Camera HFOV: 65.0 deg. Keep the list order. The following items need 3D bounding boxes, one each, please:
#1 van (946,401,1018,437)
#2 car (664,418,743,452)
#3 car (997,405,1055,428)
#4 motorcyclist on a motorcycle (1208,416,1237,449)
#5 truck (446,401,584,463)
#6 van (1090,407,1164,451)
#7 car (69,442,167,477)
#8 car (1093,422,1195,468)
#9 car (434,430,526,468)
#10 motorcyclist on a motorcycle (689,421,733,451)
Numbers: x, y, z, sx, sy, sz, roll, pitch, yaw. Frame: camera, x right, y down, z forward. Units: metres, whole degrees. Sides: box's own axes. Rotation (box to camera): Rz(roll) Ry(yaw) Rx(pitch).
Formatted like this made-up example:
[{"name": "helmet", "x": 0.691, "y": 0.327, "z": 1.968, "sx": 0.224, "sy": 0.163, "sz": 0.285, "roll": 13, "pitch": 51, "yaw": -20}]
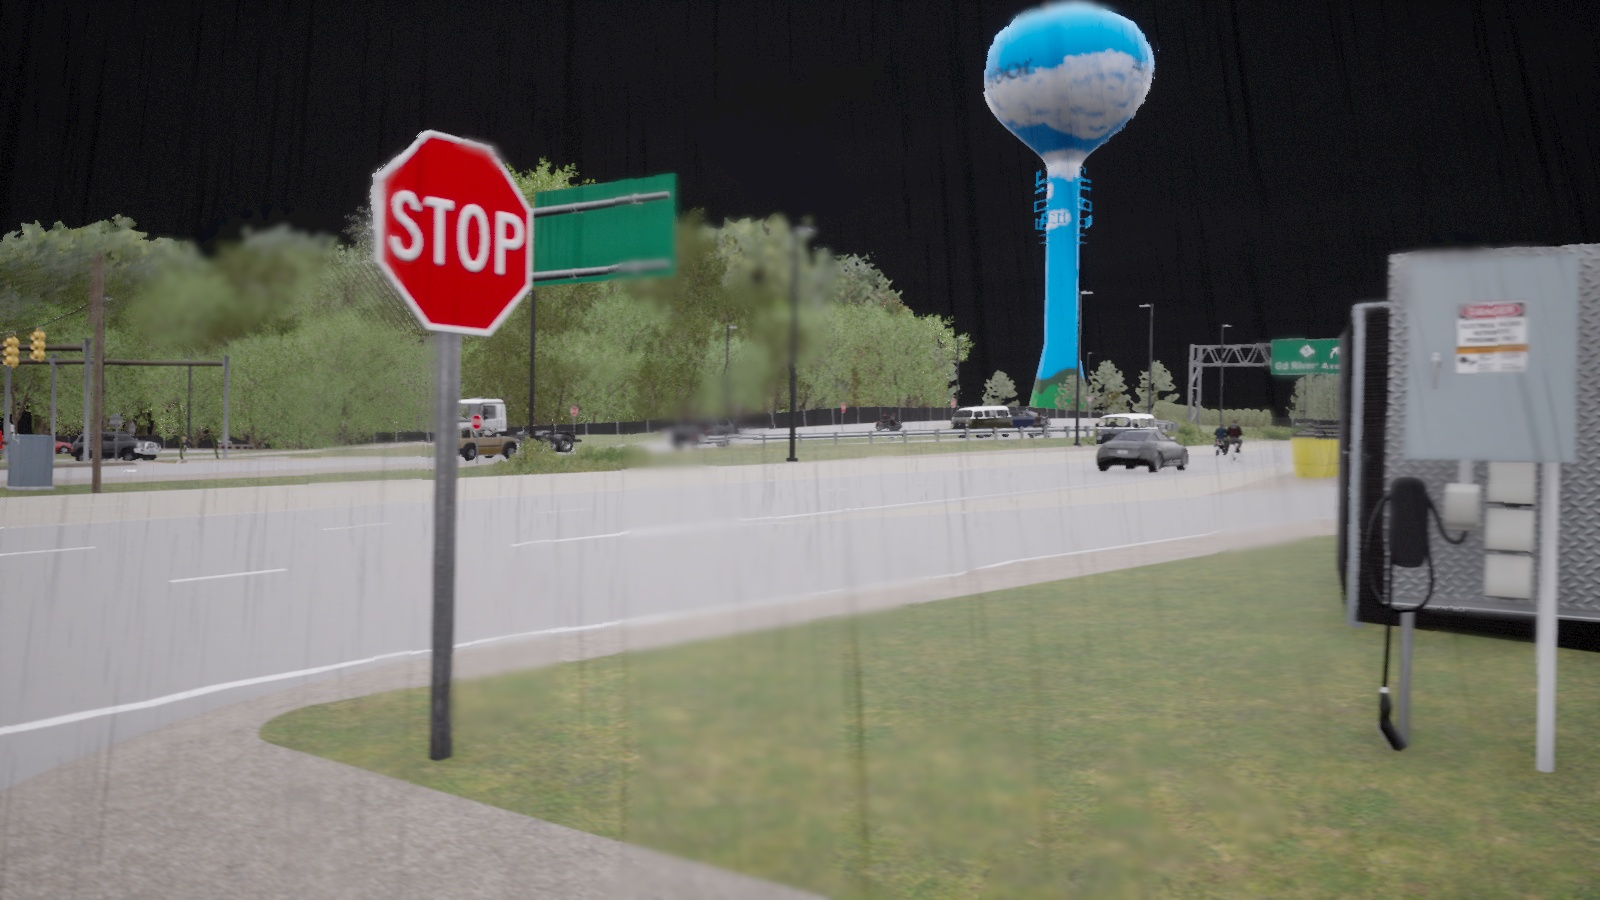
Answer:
[{"name": "van", "x": 11.714, "y": -1.993, "z": 80.596, "sx": 4.480, "sy": 2.038, "sz": 2.069, "roll": -4, "pitch": 3, "yaw": -41}, {"name": "car", "x": -5.848, "y": -0.900, "z": 75.995, "sx": 4.605, "sy": 1.855, "sz": 1.932, "roll": -3, "pitch": 0, "yaw": -4}, {"name": "car", "x": 16.672, "y": -2.449, "z": 92.630, "sx": 3.705, "sy": 1.549, "sz": 1.789, "roll": 0, "pitch": 3, "yaw": 35}, {"name": "motorcyclist on a motorcycle", "x": 20.608, "y": -0.878, "z": 61.240, "sx": 0.866, "sy": 1.590, "sz": 1.817, "roll": 0, "pitch": 2, "yaw": 34}, {"name": "truck", "x": -17.270, "y": -1.179, "z": 76.595, "sx": 2.891, "sy": 3.462, "sz": 7.936, "roll": 1, "pitch": 3, "yaw": 41}, {"name": "van", "x": 15.740, "y": -1.028, "z": 60.272, "sx": 2.069, "sy": 2.038, "sz": 4.480, "roll": 0, "pitch": 2, "yaw": 34}, {"name": "car", "x": -38.580, "y": 0.530, "z": 71.042, "sx": 4.605, "sy": 1.855, "sz": 1.932, "roll": -2, "pitch": 0, "yaw": 9}, {"name": "car", "x": 11.318, "y": -0.205, "z": 41.159, "sx": 1.994, "sy": 1.385, "sz": 4.181, "roll": 0, "pitch": 2, "yaw": 34}, {"name": "car", "x": -17.286, "y": -0.075, "z": 68.027, "sx": 1.932, "sy": 1.855, "sz": 4.605, "roll": -1, "pitch": 2, "yaw": 34}, {"name": "motorcyclist on a motorcycle", "x": -5.165, "y": -0.790, "z": 72.607, "sx": 2.350, "sy": 1.649, "sz": 0.766, "roll": -3, "pitch": -1, "yaw": 14}]
